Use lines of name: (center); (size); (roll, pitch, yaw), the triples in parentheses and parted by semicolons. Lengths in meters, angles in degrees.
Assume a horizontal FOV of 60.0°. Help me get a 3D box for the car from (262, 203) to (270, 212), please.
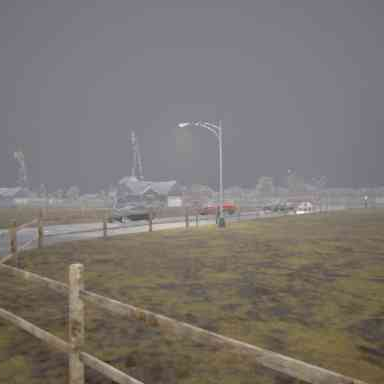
car: (12.849, 2.386, 53.322); (1.882, 1.535, 5.008); (-2, -2, 36)

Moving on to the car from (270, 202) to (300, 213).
car: (13.429, 2.244, 47.932); (1.837, 1.490, 4.892); (-2, -2, 36)

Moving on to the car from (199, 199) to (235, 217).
car: (3.099, 1.841, 39.866); (2.150, 2.045, 5.566); (-2, -3, 36)

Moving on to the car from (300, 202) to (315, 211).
car: (19.449, 2.455, 56.335); (1.812, 1.442, 4.674); (-2, -2, 36)

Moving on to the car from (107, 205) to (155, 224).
car: (-5.209, 1.882, 28.253); (1.837, 1.490, 4.892); (-2, -3, 35)
